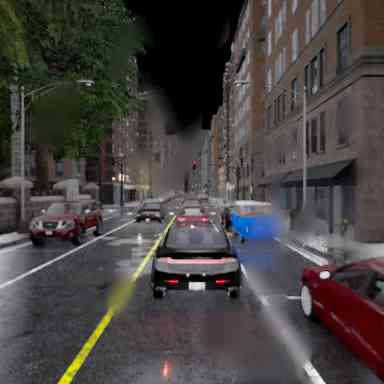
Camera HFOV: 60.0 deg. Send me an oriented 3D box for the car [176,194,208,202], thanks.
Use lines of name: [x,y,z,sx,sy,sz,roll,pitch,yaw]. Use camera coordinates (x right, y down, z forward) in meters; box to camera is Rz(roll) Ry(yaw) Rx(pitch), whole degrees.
car: [0.020,1.331,27.663,2.097,1.767,4.553,0,0,2]

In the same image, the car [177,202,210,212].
car: [0.084,1.514,18.705,1.812,1.442,4.674,0,0,0]

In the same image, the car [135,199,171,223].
car: [-3.033,1.529,25.431,2.033,1.411,5.357,0,0,0]

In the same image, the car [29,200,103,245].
car: [-5.686,1.306,15.708,2.192,1.841,5.009,0,0,0]

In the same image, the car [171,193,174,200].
car: [-5.747,1.472,75.749,1.887,1.381,4.507,0,0,0]

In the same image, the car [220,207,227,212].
car: [2.834,1.552,21.417,1.947,1.339,4.313,0,0,0]

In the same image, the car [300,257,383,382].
car: [2.851,1.543,4.436,1.887,1.381,4.507,0,0,0]

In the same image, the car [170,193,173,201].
car: [-5.742,1.475,70.298,1.887,1.381,4.507,0,0,0]

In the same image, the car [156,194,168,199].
car: [-5.730,1.465,59.227,1.752,1.417,4.829,0,0,0]

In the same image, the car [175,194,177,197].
car: [-5.759,1.474,86.651,2.008,1.369,4.403,0,0,0]

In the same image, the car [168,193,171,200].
car: [-5.736,1.485,64.847,2.008,1.369,4.403,0,0,0]

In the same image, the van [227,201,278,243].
van: [2.839,1.332,15.757,1.690,1.788,3.998,0,0,0]

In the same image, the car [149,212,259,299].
car: [0.091,1.488,8.443,2.128,1.511,4.902,0,0,0]
